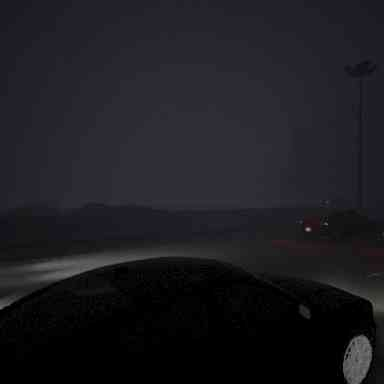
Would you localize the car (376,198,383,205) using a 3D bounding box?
[{"bbox_3d":[27.060,1.204,43.767,5.566,2.045,2.150,0,0,-17],"label":"car"}]

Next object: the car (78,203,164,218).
[{"bbox_3d":[-4.359,1.537,21.845,5.357,1.411,2.033,0,0,-31],"label":"car"}]

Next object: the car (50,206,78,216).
[{"bbox_3d":[-7.397,1.515,24.038,4.674,1.442,1.812,0,0,-32],"label":"car"}]

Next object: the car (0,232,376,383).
[{"bbox_3d":[0.021,1.476,3.603,5.008,1.535,1.882,0,0,-34],"label":"car"}]

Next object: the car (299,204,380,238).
[{"bbox_3d":[7.273,1.518,16.187,4.674,1.442,1.812,0,0,-29],"label":"car"}]

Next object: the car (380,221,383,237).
[{"bbox_3d":[10.531,1.485,13.960,4.902,1.511,2.128,0,0,-28],"label":"car"}]

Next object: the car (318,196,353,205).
[{"bbox_3d":[19.327,1.331,44.790,4.553,1.767,2.097,0,0,-20],"label":"car"}]

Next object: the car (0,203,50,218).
[{"bbox_3d":[-12.126,1.552,25.140,4.181,1.385,1.994,0,0,-33],"label":"car"}]
